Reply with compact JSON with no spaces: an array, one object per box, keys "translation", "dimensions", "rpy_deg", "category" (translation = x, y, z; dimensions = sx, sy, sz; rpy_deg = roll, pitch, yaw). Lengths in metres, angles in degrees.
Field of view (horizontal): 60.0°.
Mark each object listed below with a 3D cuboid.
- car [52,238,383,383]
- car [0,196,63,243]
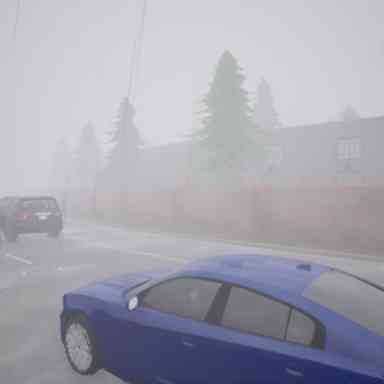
[{"translation":[0.462,1.485,3.832],"dimensions":[5.008,1.535,1.882],"rpy_deg":[0,0,37],"category":"car"},{"translation":[-8.291,1.185,16.320],"dimensions":[2.150,2.045,5.566],"rpy_deg":[0,0,-44],"category":"car"}]
